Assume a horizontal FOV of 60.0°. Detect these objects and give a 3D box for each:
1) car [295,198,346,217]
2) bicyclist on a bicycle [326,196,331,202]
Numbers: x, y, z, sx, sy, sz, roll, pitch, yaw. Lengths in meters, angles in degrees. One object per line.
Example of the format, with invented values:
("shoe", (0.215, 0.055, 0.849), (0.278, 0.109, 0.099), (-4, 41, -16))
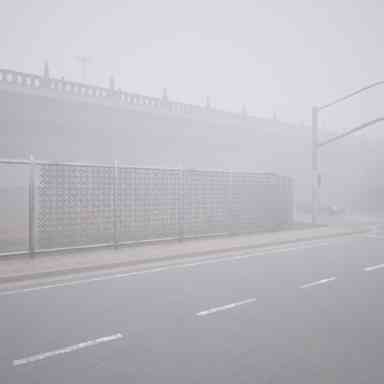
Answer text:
("car", (12.329, 1.408, 31.981), (2.097, 1.767, 4.553), (0, 0, -36))
("bicyclist on a bicycle", (17.728, 1.356, 43.298), (1.656, 1.620, 0.582), (0, 0, -36))
